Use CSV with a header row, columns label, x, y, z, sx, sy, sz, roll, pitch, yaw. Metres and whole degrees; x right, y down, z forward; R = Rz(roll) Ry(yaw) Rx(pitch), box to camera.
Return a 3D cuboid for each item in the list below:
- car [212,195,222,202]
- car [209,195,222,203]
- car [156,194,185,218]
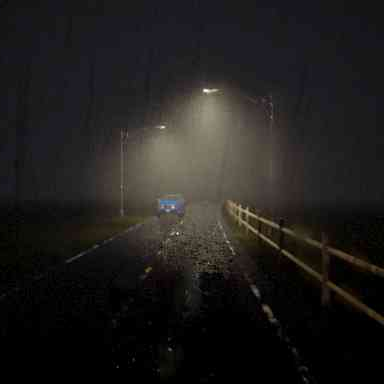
label,x,y,z,sx,sy,sz,roll,pitch,yaw
car,5.898,1.495,78.112,2.128,1.511,4.902,0,0,9
car,4.476,1.549,67.829,2.033,1.411,5.357,0,0,8
car,-1.820,1.206,30.121,2.150,2.045,5.566,0,0,3
